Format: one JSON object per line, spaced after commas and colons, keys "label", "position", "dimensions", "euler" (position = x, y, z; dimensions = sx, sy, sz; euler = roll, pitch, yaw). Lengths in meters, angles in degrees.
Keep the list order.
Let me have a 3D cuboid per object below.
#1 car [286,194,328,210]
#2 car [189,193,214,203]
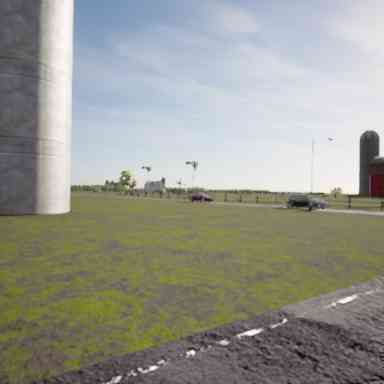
{"label": "car", "position": [13.162, 1.045, 38.034], "dimensions": [2.097, 1.767, 4.553], "euler": [1, 0, -36]}
{"label": "car", "position": [1.549, 0.890, 54.127], "dimensions": [1.882, 1.535, 5.008], "euler": [1, 0, -35]}
